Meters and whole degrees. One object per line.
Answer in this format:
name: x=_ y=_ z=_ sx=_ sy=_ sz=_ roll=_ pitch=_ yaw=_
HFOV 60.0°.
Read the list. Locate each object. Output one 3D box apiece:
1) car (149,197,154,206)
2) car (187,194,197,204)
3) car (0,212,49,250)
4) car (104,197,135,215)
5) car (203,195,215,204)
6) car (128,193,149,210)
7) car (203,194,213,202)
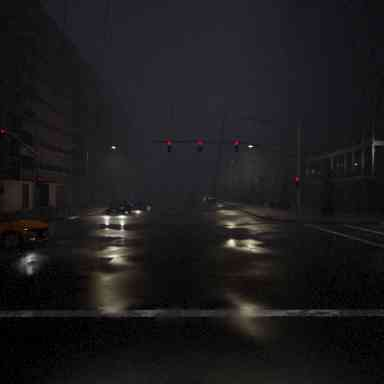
car: x=-7.340 y=1.547 z=54.552 sx=2.033 sy=1.411 sz=5.357 roll=0 pitch=0 yaw=1
car: x=-0.038 y=1.564 z=64.574 sx=1.994 sy=1.385 sz=4.181 roll=0 pitch=0 yaw=1
car: x=-8.654 y=1.504 z=13.963 sx=5.008 sy=1.535 sz=1.882 roll=0 pitch=0 yaw=0
car: x=-7.466 y=1.526 z=34.177 sx=1.812 sy=1.442 sz=4.674 roll=0 pitch=0 yaw=0
car: x=3.461 y=1.491 z=64.666 sx=2.128 sy=1.511 sz=4.902 roll=0 pitch=0 yaw=1
car: x=-7.452 y=1.221 z=44.088 sx=2.150 sy=2.045 sz=5.566 roll=0 pitch=0 yaw=1
car: x=3.465 y=1.355 z=74.531 sx=2.097 sy=1.767 sz=4.553 roll=0 pitch=0 yaw=1
